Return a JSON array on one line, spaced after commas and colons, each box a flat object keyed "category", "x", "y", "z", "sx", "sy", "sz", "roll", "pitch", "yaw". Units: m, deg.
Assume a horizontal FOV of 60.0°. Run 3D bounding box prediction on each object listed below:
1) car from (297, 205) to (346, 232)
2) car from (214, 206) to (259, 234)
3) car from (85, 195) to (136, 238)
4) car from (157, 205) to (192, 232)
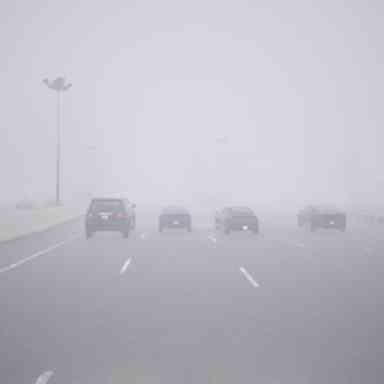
[{"category": "car", "x": 7.890, "y": 1.529, "z": 20.652, "sx": 1.882, "sy": 1.535, "sz": 5.008, "roll": 0, "pitch": 0, "yaw": 5}, {"category": "car", "x": 2.513, "y": 1.565, "z": 19.533, "sx": 1.837, "sy": 1.490, "sz": 4.892, "roll": 0, "pitch": 0, "yaw": -5}, {"category": "car", "x": -4.397, "y": 1.291, "z": 18.487, "sx": 2.150, "sy": 2.045, "sz": 5.566, "roll": 0, "pitch": 0, "yaw": -5}, {"category": "car", "x": -1.148, "y": 1.547, "z": 20.938, "sx": 1.882, "sy": 1.535, "sz": 5.008, "roll": 0, "pitch": 0, "yaw": -6}]
